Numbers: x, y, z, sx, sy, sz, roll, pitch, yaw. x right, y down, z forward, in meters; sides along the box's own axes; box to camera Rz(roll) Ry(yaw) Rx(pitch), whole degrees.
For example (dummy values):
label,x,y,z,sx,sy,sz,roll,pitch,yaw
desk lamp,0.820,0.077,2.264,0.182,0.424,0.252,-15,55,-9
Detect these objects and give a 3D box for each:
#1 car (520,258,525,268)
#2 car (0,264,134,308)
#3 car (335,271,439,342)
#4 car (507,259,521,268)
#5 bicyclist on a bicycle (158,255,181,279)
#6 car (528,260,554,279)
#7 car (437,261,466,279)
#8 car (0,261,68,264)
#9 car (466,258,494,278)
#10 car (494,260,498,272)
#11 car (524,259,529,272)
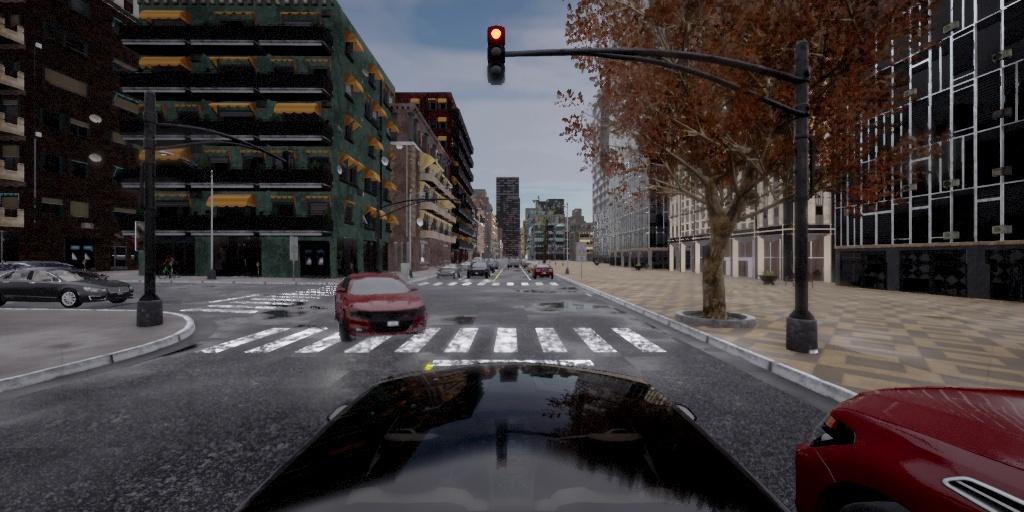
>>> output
label,x,y,z,sx,sy,sz,roll,pitch,yaw
car,2.769,1.375,60.043,1.802,1.307,4.207,0,0,0
car,-16.420,1.091,12.991,4.403,1.370,2.007,0,0,0
car,-3.847,1.229,10.141,1.882,1.535,5.008,2,-1,-29
car,0.179,1.395,60.437,1.895,1.301,4.718,0,0,0
bicyclist on a bicycle,-23.138,0.761,24.260,0.582,1.620,1.656,1,0,-1
car,2.732,1.307,32.381,1.888,1.381,4.507,0,0,0
car,-5.648,1.312,32.392,2.007,1.370,4.403,0,0,0
car,-20.373,0.981,15.548,4.902,1.511,2.128,1,0,0
car,-3.051,1.241,33.676,1.882,1.535,5.008,0,0,0
car,-3.025,1.374,43.700,1.895,1.301,4.718,0,0,0
car,2.747,1.298,43.616,1.751,1.417,4.829,0,0,0
